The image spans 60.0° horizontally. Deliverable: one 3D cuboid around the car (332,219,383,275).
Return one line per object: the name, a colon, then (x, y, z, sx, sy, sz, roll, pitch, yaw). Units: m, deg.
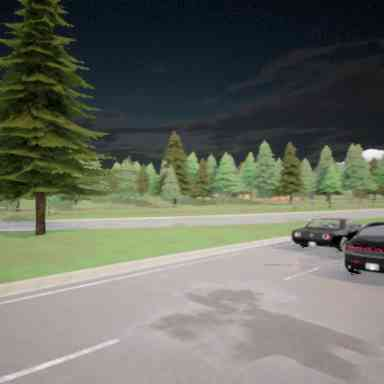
car: (6.251, 1.608, 9.884, 4.892, 1.490, 1.837, 0, -1, -42)

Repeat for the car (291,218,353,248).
car: (6.472, 1.786, 14.774, 4.718, 1.301, 1.895, 0, -1, -42)
